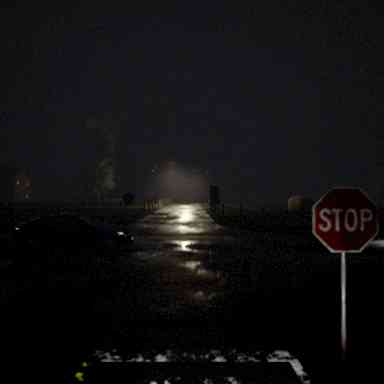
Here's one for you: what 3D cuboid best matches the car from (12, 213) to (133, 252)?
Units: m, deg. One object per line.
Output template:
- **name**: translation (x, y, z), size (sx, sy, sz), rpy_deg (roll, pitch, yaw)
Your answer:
- **car**: translation (-4.757, 1.577, 13.529), size (4.674, 1.442, 1.812), rpy_deg (1, -1, -1)
